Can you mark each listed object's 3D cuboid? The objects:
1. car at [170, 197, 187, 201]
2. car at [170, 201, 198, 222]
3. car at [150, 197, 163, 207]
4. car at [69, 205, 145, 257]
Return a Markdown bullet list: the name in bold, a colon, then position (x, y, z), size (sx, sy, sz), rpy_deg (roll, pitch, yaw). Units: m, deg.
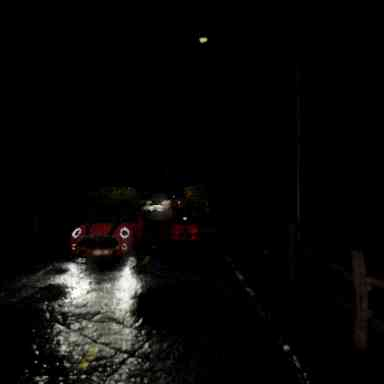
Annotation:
- **car**: position (-1.719, 1.366, 42.359), size (2.097, 1.767, 4.553), rpy_deg (0, 0, -5)
- **car**: position (-0.619, 1.600, 26.030), size (1.895, 1.301, 4.718), rpy_deg (0, 0, -3)
- **car**: position (-5.659, 1.541, 53.285), size (1.837, 1.490, 4.892), rpy_deg (0, 0, -6)
- **car**: position (-3.067, 1.351, 12.879), size (2.097, 1.767, 4.553), rpy_deg (0, 0, -2)
